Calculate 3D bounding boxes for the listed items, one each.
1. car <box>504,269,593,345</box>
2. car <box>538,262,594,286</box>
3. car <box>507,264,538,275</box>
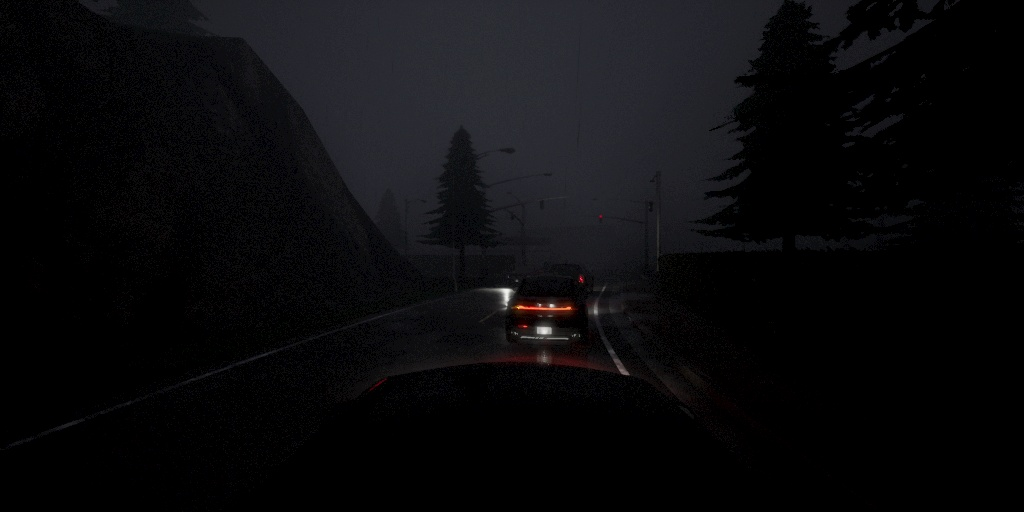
[{"bbox_3d":[1.019,1.255,9.614,1.837,1.490,4.892,0,0,9],"label":"car"},{"bbox_3d":[3.019,1.102,18.535,2.097,1.767,4.553,0,0,17],"label":"car"},{"bbox_3d":[0.990,1.286,24.732,1.812,1.442,4.674,0,0,17],"label":"car"}]
